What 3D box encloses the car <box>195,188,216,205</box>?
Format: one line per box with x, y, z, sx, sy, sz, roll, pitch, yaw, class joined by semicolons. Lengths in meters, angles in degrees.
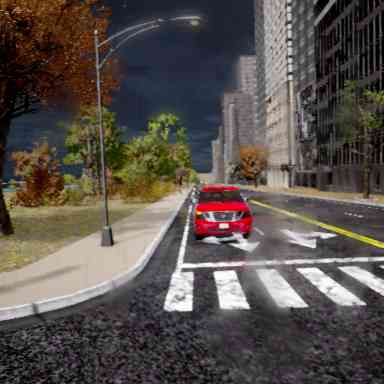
1.441;0.432;36.525;2.128;1.511;4.902;-2;2;1;car

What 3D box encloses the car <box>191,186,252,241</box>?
1.193;0.780;14.617;2.150;2.045;5.566;-2;2;1;car

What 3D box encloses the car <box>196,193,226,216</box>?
1.309;0.840;24.615;1.994;1.385;4.181;-2;2;1;car
